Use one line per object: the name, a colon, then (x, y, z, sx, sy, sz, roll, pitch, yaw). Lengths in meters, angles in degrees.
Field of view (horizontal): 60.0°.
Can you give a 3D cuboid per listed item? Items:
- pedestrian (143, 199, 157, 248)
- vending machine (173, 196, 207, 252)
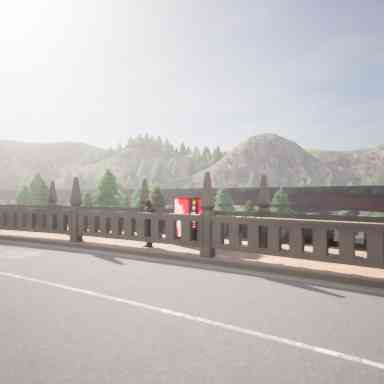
pedestrian: (-1.646, 1.149, 12.513, 0.375, 1.860, 0.375, 0, 0, 31)
vending machine: (-0.064, 1.202, 13.276, 0.880, 2.100, 1.100, 0, 0, 31)
